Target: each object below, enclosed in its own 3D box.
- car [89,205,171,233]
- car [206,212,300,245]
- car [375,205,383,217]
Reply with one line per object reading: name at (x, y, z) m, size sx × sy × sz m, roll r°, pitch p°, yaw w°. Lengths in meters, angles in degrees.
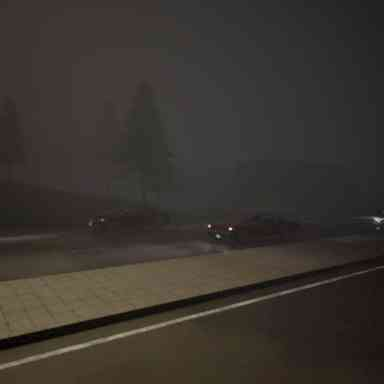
car at (-3.612, 1.524, 19.837) m, size 4.902 × 1.511 × 2.128 m, roll 0°, pitch 0°, yaw -35°
car at (2.961, 1.648, 15.925) m, size 4.718 × 1.301 × 1.895 m, roll 0°, pitch 0°, yaw -35°
car at (19.362, 1.705, 31.892) m, size 4.181 × 1.385 × 1.994 m, roll 0°, pitch 0°, yaw -35°
